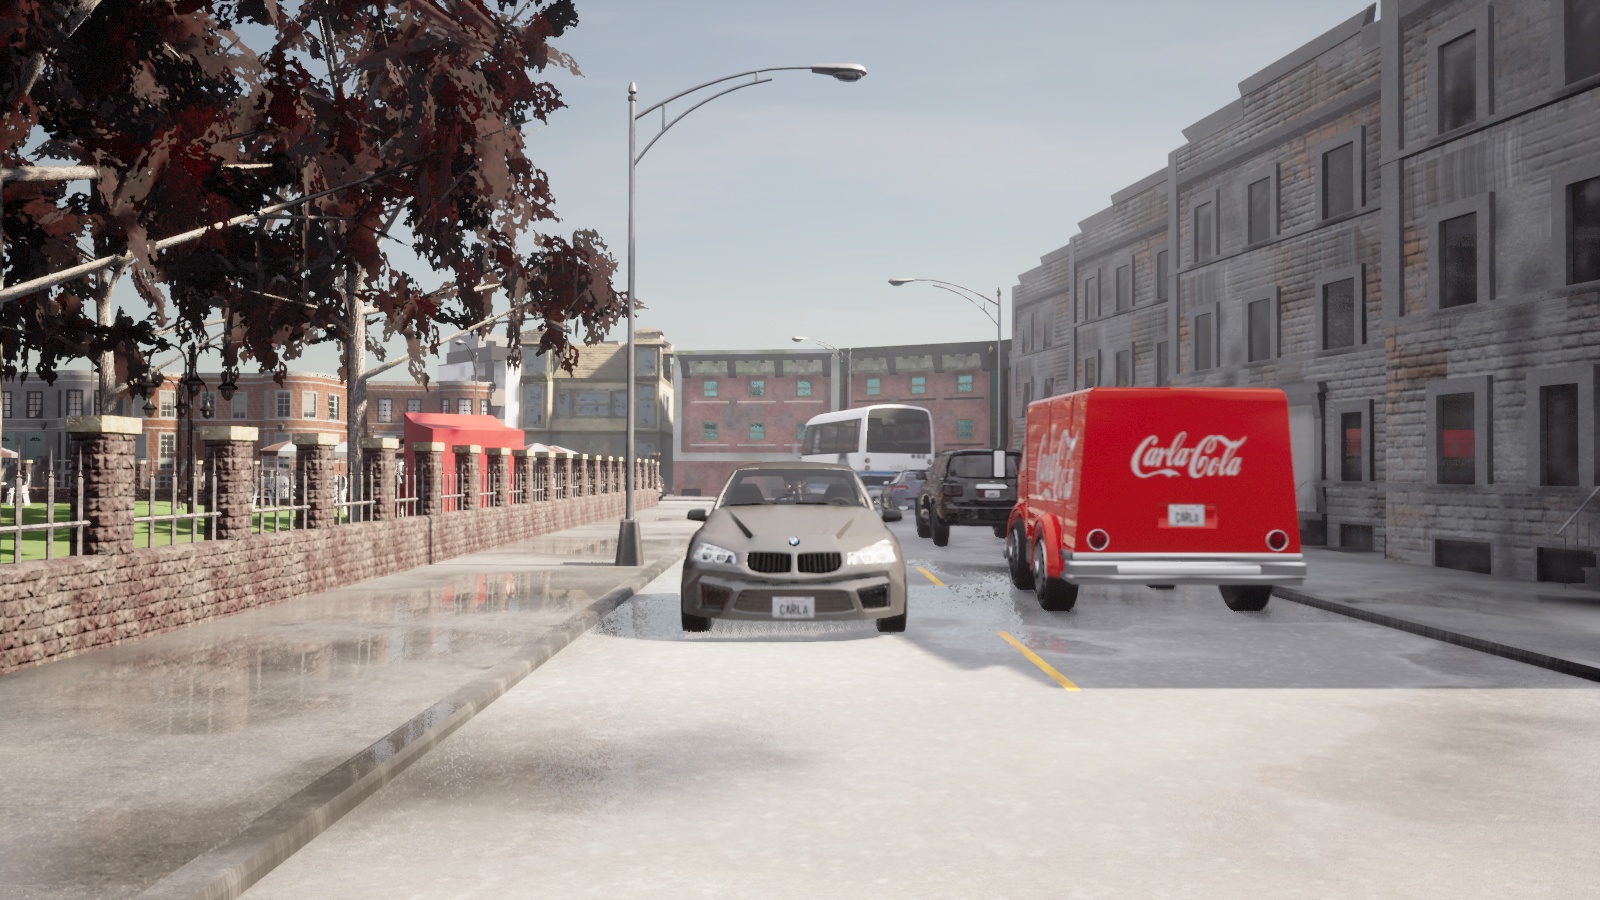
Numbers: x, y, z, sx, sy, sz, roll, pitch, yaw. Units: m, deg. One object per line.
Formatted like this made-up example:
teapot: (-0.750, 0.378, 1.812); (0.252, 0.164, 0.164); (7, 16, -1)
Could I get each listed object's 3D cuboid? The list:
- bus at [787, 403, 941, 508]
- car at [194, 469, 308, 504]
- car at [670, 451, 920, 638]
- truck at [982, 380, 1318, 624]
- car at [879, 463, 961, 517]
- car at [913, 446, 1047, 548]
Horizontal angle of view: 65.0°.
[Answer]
bus: (2.572, 0.356, 55.961); (3.944, 4.253, 10.273); (1, -1, -15)
car: (-26.865, 1.798, 61.614); (4.611, 1.667, 2.242); (0, -1, 0)
car: (-0.056, 0.887, 13.611); (2.242, 1.667, 4.611); (0, -1, 0)
truck: (3.935, 0.570, 15.385); (2.627, 2.467, 5.204); (0, -1, 0)
car: (3.821, 1.261, 40.781); (2.152, 1.651, 5.027); (0, -1, 0)
car: (3.879, 0.989, 28.088); (2.150, 2.045, 5.566); (0, -1, 0)
